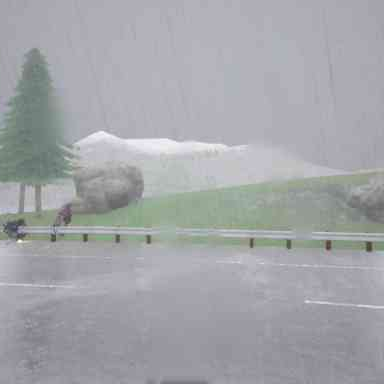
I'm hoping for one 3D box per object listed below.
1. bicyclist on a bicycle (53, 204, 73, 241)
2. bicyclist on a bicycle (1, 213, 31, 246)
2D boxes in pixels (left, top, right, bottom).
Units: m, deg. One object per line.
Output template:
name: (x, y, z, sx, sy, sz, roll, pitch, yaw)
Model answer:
bicyclist on a bicycle: (-5.909, 1.317, 15.337, 0.582, 1.620, 1.656, 13, -32, 1)
bicyclist on a bicycle: (-7.739, 1.723, 14.683, 0.582, 1.656, 1.620, 3, 1, 18)
